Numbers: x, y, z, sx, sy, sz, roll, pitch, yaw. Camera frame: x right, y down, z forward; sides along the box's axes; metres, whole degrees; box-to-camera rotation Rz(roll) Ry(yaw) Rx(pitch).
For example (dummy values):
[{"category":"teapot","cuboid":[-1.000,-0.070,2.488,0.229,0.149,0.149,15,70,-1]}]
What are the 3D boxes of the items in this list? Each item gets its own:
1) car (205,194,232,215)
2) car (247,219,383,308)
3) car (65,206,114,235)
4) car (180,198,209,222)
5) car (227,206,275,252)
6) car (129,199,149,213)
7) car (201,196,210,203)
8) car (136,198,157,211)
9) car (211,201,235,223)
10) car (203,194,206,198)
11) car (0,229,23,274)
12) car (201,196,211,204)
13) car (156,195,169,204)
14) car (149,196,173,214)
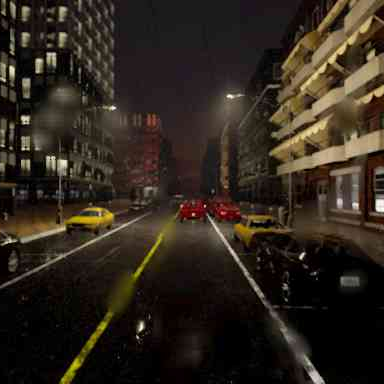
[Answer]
[{"category":"car","cuboid":[2.675,1.294,30.400,2.192,1.841,5.009,1,0,0]},{"category":"car","cuboid":[2.708,1.561,7.775,1.947,1.339,4.313,1,0,0]},{"category":"car","cuboid":[-5.676,1.513,18.957,1.752,1.417,4.829,1,0,0]},{"category":"car","cuboid":[0.103,1.459,25.895,1.882,1.535,5.008,0,0,0]},{"category":"car","cuboid":[2.714,1.516,13.602,1.752,1.417,4.829,1,0,0]},{"category":"car","cuboid":[-5.674,1.525,36.096,2.008,1.369,4.403,1,0,0]},{"category":"car","cuboid":[2.847,1.529,69.995,1.802,1.307,4.206,1,0,0]},{"category":"car","cuboid":[-5.673,1.521,41.752,2.008,1.369,4.403,1,0,0]},{"category":"car","cuboid":[2.671,1.565,24.745,1.802,1.307,4.206,1,0,0]},{"category":"car","cuboid":[2.678,1.276,53.025,2.192,1.841,5.009,1,0,0]},{"category":"car","cuboid":[-5.678,1.546,7.814,2.008,1.369,4.403,1,0,0]},{"category":"car","cuboid":[2.676,1.534,64.339,1.802,1.307,4.206,1,0,0]},{"category":"car","cuboid":[-5.669,1.392,64.377,1.967,1.590,4.097,1,0,0]},{"category":"car","cuboid":[-3.092,1.480,35.490,1.837,1.490,4.892,0,0,0]}]
